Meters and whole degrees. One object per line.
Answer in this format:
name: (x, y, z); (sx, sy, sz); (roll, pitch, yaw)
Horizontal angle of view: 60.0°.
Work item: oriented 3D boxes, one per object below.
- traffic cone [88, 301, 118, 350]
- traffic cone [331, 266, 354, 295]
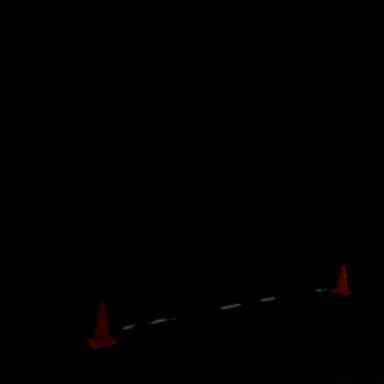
traffic cone: (-1.280, 1.872, 4.786); (0.340, 0.580, 0.340); (1, 1, -32)
traffic cone: (3.332, 1.931, 7.360); (0.340, 0.580, 0.340); (1, 1, -26)
